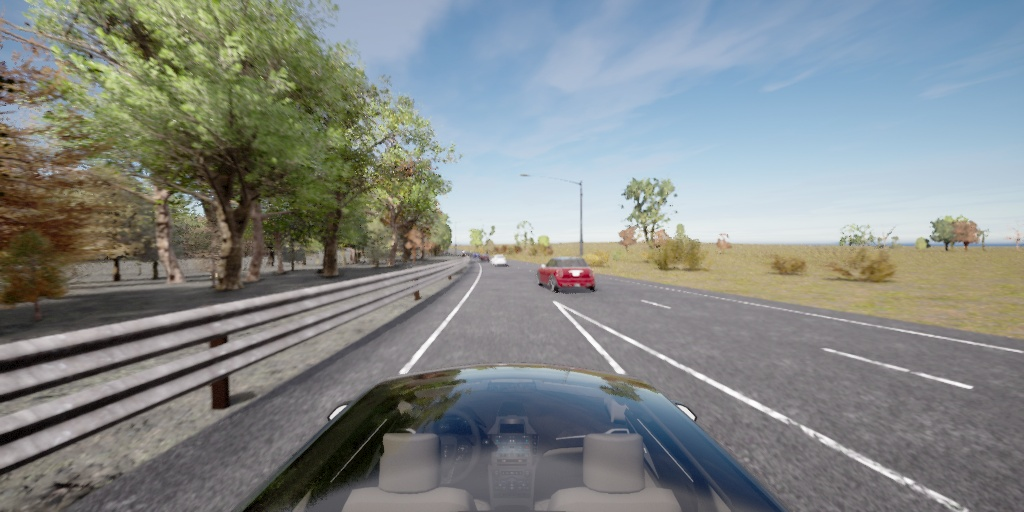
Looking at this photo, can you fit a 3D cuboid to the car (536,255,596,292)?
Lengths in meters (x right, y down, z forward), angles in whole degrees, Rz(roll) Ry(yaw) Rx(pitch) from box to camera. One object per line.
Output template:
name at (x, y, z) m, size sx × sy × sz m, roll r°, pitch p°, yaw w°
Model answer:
car at (2.689, 0.829, 18.932) m, size 2.097 × 1.767 × 4.553 m, roll 0°, pitch 1°, yaw -9°

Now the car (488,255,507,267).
car at (-1.780, 0.617, 47.582) m, size 1.812 × 1.442 × 4.674 m, roll -1°, pitch 1°, yaw -9°
